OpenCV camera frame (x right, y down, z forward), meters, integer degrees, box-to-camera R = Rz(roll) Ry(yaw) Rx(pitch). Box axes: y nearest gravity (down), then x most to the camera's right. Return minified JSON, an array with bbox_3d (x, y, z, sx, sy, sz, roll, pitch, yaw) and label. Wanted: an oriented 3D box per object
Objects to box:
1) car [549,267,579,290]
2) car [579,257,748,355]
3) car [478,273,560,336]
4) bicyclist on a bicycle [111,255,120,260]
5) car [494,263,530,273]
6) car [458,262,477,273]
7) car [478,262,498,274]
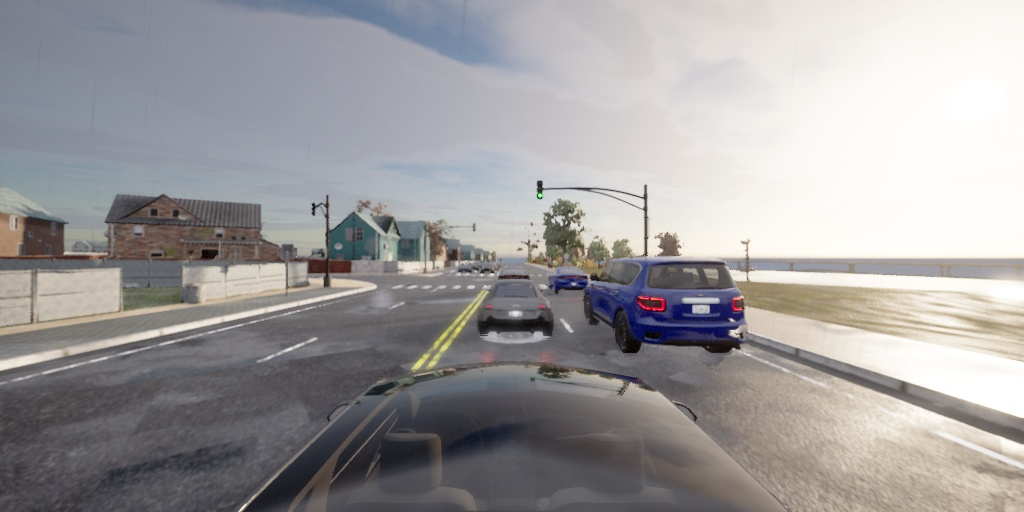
[{"bbox_3d":[3.359,1.395,21.967,1.882,1.535,5.008,0,0,0],"label":"car"},{"bbox_3d":[3.348,1.034,9.023,2.150,2.045,5.566,0,0,0],"label":"car"},{"bbox_3d":[0.098,1.388,10.721,1.994,1.385,4.181,0,0,0],"label":"car"},{"bbox_3d":[-29.610,0.749,26.780,0.582,1.620,1.656,1,-1,-35],"label":"bicyclist on a bicycle"},{"bbox_3d":[0.102,1.396,22.117,1.882,1.535,5.008,0,0,0],"label":"car"},{"bbox_3d":[-6.611,1.729,51.231,2.033,1.411,5.357,0,-1,-2],"label":"car"},{"bbox_3d":[-3.332,1.676,50.147,1.837,1.490,4.892,0,-1,0],"label":"car"}]
